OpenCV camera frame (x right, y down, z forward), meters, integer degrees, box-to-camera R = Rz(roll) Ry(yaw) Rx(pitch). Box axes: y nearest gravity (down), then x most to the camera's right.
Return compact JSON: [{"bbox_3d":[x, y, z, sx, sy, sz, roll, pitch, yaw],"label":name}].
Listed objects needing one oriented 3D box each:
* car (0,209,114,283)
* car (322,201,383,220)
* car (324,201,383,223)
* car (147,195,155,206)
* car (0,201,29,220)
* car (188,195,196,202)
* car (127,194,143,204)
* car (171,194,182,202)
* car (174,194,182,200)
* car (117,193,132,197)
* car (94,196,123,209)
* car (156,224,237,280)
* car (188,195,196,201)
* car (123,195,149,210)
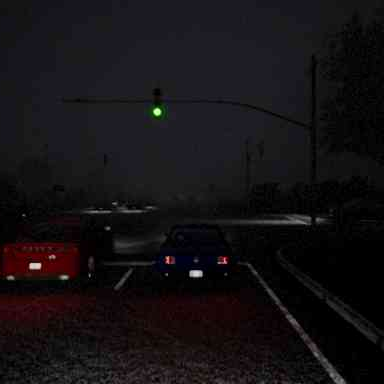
[{"bbox_3d":[-3.560,1.471,9.758,1.882,1.535,5.008,0,0,-3],"label":"car"},{"bbox_3d":[13.580,1.507,27.854,4.674,1.442,1.812,0,0,5],"label":"car"},{"bbox_3d":[12.720,1.475,24.398,4.902,1.511,2.128,0,0,3],"label":"car"},{"bbox_3d":[-7.053,1.318,52.312,2.097,1.767,4.553,0,0,0],"label":"car"},{"bbox_3d":[-15.002,1.491,25.616,4.892,1.490,1.837,0,-4,14],"label":"car"},{"bbox_3d":[0.000,1.452,72.829,1.837,1.490,4.892,0,0,0],"label":"car"},{"bbox_3d":[-10.503,1.312,61.580,2.097,1.767,4.553,0,0,0],"label":"car"},{"bbox_3d":[-3.500,1.484,72.815,2.033,1.411,5.357,0,0,0],"label":"car"},{"bbox_3d":[-3.459,1.273,83.223,1.882,1.535,5.008,0,0,1],"label":"car"},{"bbox_3d":[-10.550,1.188,51.545,2.150,2.045,5.566,0,0,1],"label":"car"},{"bbox_3d":[-10.593,1.520,41.546,2.033,1.411,5.357,0,0,0],"label":"car"},{"bbox_3d":[0.100,1.594,9.881,1.895,1.301,4.718,0,0,0],"label":"car"},{"bbox_3d":[0.041,1.471,83.193,2.128,1.511,4.902,0,0,1],"label":"car"},{"bbox_3d":[-7.129,1.519,42.788,2.033,1.411,5.357,0,0,-3],"label":"car"}]
